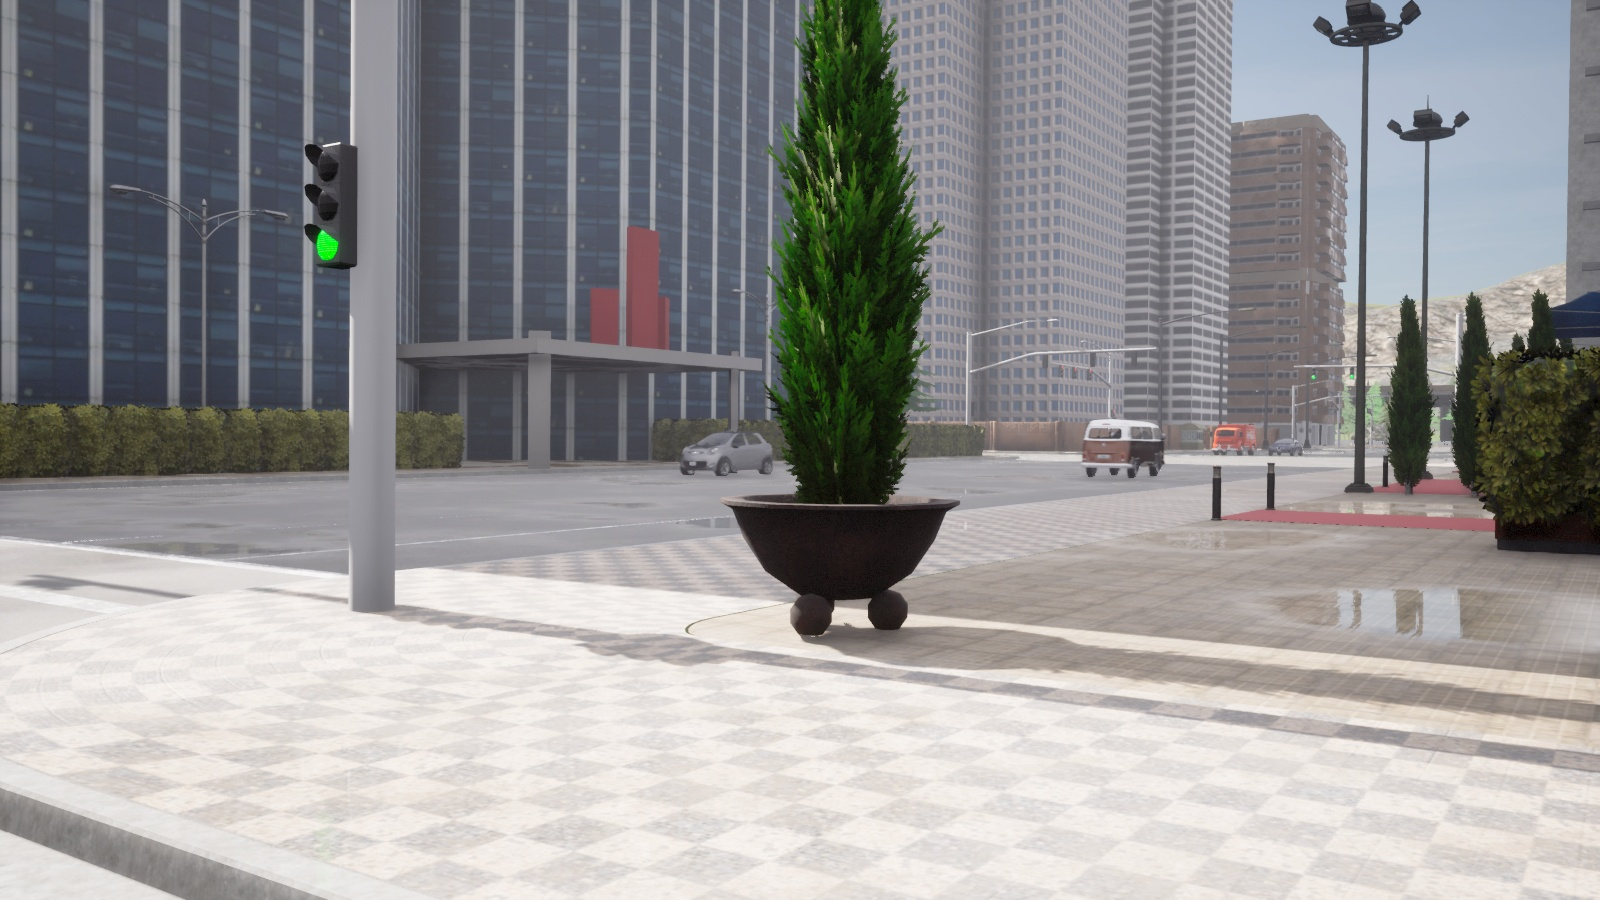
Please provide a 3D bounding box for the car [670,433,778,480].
[{"bbox_3d":[-2.530,0.188,42.512,1.845,1.501,3.633,0,1,33],"label":"car"}]

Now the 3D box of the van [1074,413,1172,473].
[{"bbox_3d":[11.652,-0.266,45.067,2.069,2.038,4.480,0,1,33],"label":"van"}]
